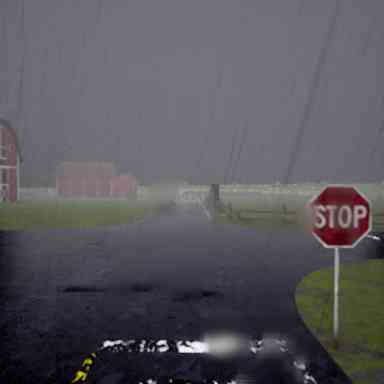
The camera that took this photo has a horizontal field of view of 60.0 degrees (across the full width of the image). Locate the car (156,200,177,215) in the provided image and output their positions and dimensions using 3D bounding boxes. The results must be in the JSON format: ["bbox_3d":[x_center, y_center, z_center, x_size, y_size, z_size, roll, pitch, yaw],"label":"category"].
[{"bbox_3d":[-2.536,1.530,34.388,2.033,1.411,5.357,0,0,0],"label":"car"}]
